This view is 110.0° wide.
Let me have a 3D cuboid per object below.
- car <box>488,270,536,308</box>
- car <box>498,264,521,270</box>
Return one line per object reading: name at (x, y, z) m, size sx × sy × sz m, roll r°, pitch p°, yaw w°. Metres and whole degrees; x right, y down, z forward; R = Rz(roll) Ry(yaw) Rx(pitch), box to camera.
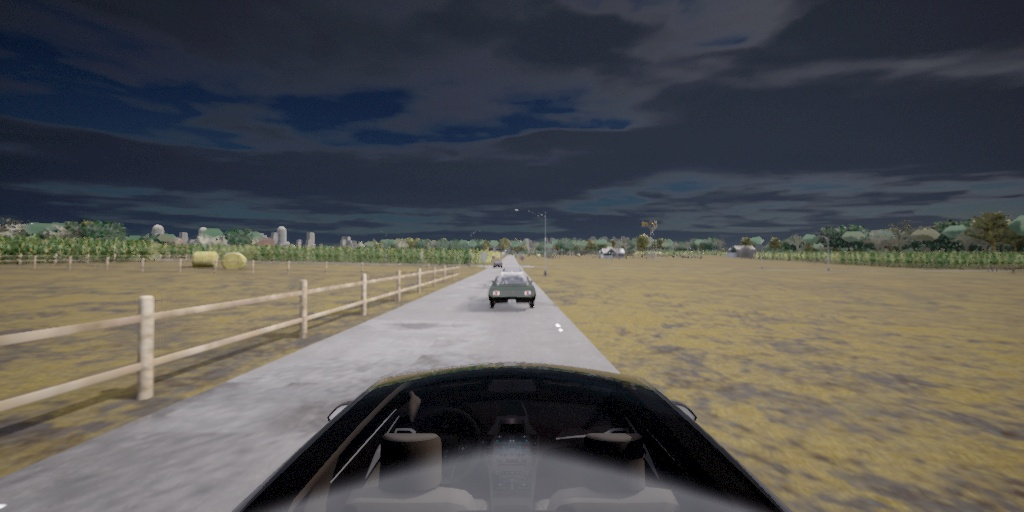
car at (0.007, 1.468, 15.944) m, size 1.895 × 1.301 × 4.718 m, roll 0°, pitch 0°, yaw 0°
car at (0.013, 1.576, 30.944) m, size 1.895 × 1.301 × 4.718 m, roll 0°, pitch 0°, yaw 0°
